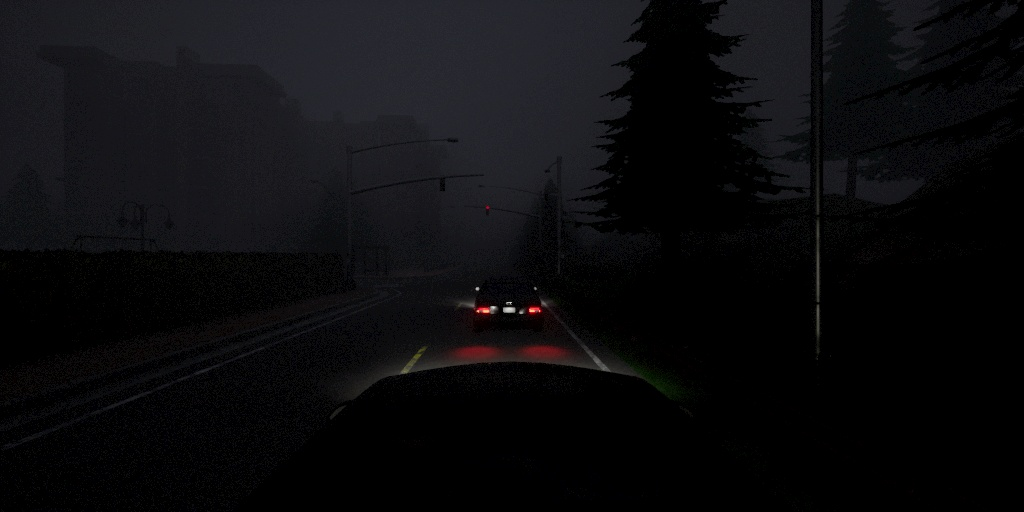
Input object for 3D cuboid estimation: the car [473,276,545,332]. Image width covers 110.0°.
[{"bbox_3d":[-0.155,1.297,10.797,2.033,1.411,5.357,0,0,-2],"label":"car"}]
